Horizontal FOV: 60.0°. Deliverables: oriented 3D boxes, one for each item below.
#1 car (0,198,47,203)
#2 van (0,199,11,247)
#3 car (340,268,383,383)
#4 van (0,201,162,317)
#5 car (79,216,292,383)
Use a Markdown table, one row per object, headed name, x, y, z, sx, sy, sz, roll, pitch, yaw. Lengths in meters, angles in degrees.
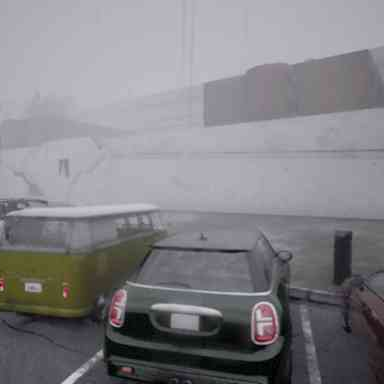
| name | x | y | z | sx | sy | sz | roll | pitch | yaw |
| --- | --- | --- | --- | --- | --- | --- | --- | --- | --- |
| car | -6.780 | 1.223 | 10.613 | 2.435 | 2.045 | 5.566 | 1 | -1 | 16 |
| van | -9.232 | 1.244 | 12.261 | 1.878 | 1.987 | 4.442 | 1 | -1 | 16 |
| car | 2.927 | 1.530 | 3.704 | 2.002 | 1.452 | 4.674 | 0 | -1 | 16 |
| van | -1.894 | 1.258 | 7.289 | 1.878 | 1.987 | 4.442 | 0 | -1 | 16 |
| car | 0.495 | 1.360 | 5.412 | 2.185 | 1.767 | 4.553 | 0 | -1 | 15 |
